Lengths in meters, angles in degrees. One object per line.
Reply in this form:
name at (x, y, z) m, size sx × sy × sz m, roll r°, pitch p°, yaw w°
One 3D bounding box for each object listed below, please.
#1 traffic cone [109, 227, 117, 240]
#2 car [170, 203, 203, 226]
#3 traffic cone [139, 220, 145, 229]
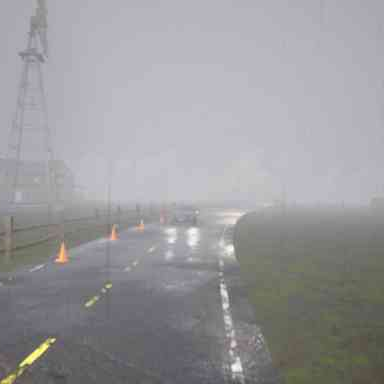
traffic cone at (-3.807, 2.007, 16.092) m, size 0.340 × 0.580 × 0.340 m, roll 0°, pitch 0°, yaw 6°
car at (-0.314, 1.622, 24.344) m, size 1.837 × 1.490 × 4.892 m, roll 0°, pitch 0°, yaw 10°
traffic cone at (-3.175, 2.040, 21.132) m, size 0.340 × 0.580 × 0.340 m, roll 0°, pitch 0°, yaw 8°
